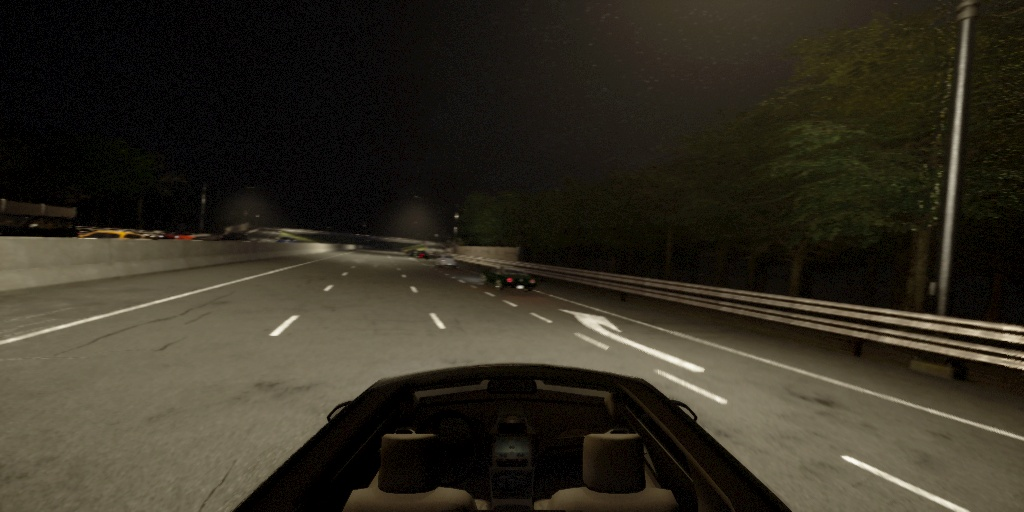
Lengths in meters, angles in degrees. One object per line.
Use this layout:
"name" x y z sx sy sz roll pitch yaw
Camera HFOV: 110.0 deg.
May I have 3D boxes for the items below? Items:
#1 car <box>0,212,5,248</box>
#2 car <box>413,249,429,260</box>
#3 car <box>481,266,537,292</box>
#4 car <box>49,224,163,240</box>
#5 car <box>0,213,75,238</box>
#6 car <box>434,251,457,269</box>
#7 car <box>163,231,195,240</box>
"car" -29.006 -1.447 17.436 2.150 2.045 5.566 5 0 -20
"car" -15.307 -0.109 61.269 1.837 1.490 4.892 5 0 -20
"car" -0.320 1.242 20.485 1.895 1.301 4.718 5 0 -20
"car" -22.655 -0.685 20.342 1.882 1.535 5.008 5 0 -20
"car" -25.767 -1.190 18.738 2.150 2.045 5.566 5 0 -20
"car" -7.290 0.553 39.462 1.812 1.442 4.674 5 0 -20
"car" -43.379 -2.499 46.566 2.097 1.767 4.553 5 0 -20
